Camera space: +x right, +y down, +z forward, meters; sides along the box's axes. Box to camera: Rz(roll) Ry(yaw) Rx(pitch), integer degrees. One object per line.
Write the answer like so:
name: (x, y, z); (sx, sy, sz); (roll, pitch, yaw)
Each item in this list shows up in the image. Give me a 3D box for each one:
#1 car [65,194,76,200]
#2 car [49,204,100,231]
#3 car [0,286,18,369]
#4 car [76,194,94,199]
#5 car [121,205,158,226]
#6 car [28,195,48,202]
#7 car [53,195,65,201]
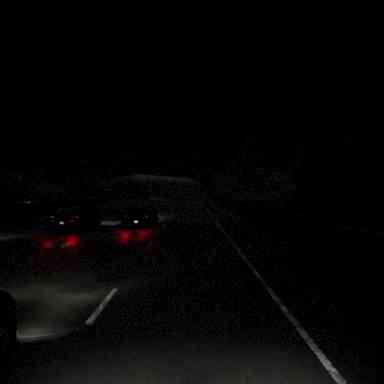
car: (-24.498, 1.223, 70.591); (2.033, 1.411, 5.357); (0, 0, 0)
car: (-6.899, 1.439, 19.916); (1.812, 1.442, 4.674); (0, 0, 0)
car: (-3.400, 1.340, 2.643); (2.097, 1.767, 4.553); (0, 0, 0)
car: (-20.999, 1.237, 66.424); (1.812, 1.442, 4.674); (0, 0, 0)
car: (-3.399, 1.503, 22.442); (1.895, 1.301, 4.718); (0, 0, 0)
car: (-31.498, 1.240, 68.091); (2.033, 1.411, 5.357); (0, 0, 0)
car: (-27.998, 1.232, 71.009); (1.994, 1.385, 4.181); (0, 0, 0)
